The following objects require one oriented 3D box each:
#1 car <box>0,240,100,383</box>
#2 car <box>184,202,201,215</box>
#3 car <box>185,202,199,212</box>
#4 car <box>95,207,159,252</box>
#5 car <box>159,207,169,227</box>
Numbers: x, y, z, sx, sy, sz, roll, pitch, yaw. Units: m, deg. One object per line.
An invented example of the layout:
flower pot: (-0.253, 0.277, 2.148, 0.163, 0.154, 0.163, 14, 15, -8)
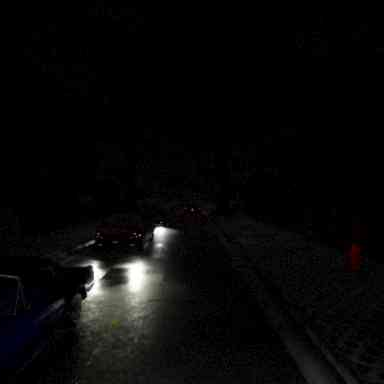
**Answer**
car: (-2.840, 1.634, 4.286, 1.895, 1.301, 4.718, 0, 0, 0)
car: (0.071, 1.943, 38.372, 1.994, 1.385, 4.181, 0, -1, 1)
car: (-0.007, 2.113, 48.475, 1.895, 1.301, 4.718, 0, -1, 0)
car: (-2.808, 1.600, 14.757, 1.882, 1.535, 5.008, 0, -1, 1)
car: (-2.805, 1.785, 24.760, 1.994, 1.385, 4.181, 0, -1, 1)
